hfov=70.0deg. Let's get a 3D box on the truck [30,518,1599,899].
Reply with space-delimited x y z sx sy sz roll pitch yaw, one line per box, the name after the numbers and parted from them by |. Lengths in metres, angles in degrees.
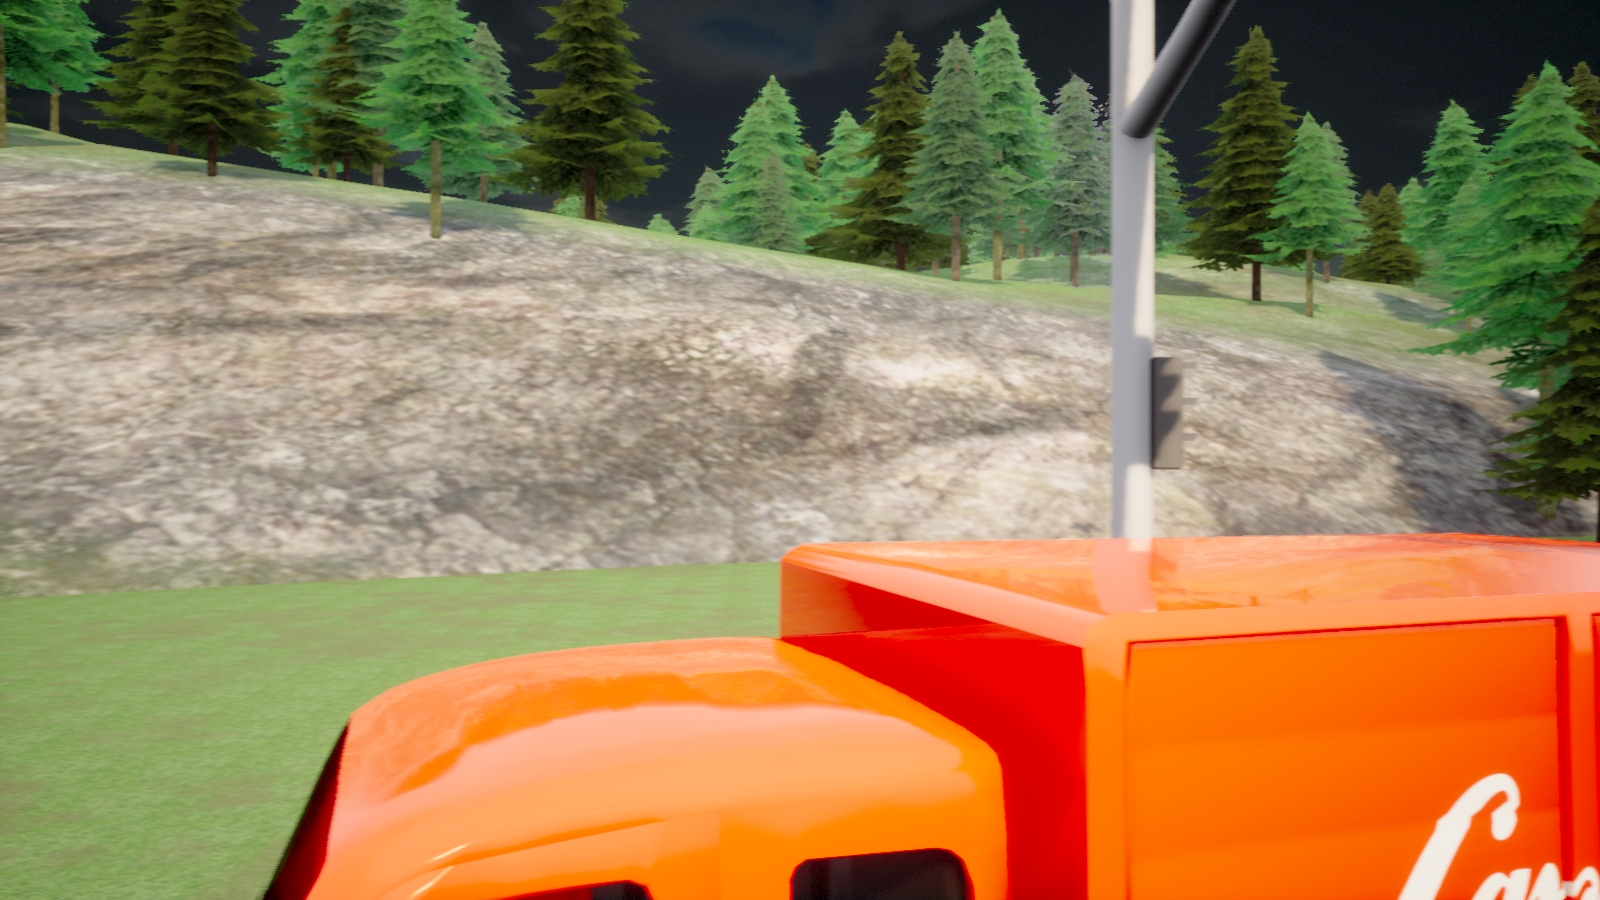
0.999 1.567 3.614 5.204 2.467 2.627 0 0 -19 | truck
